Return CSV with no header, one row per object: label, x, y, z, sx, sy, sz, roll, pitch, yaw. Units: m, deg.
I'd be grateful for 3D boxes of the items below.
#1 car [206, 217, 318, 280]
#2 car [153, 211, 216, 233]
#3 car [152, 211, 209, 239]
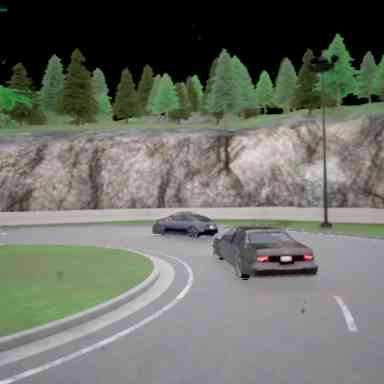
car,2.024,1.766,10.755,2.033,1.411,5.357,-1,-1,-7
car,-0.585,2.126,24.416,4.181,1.385,1.994,-2,-2,29
car,-0.460,2.035,20.435,4.181,1.385,1.994,-2,-2,38
